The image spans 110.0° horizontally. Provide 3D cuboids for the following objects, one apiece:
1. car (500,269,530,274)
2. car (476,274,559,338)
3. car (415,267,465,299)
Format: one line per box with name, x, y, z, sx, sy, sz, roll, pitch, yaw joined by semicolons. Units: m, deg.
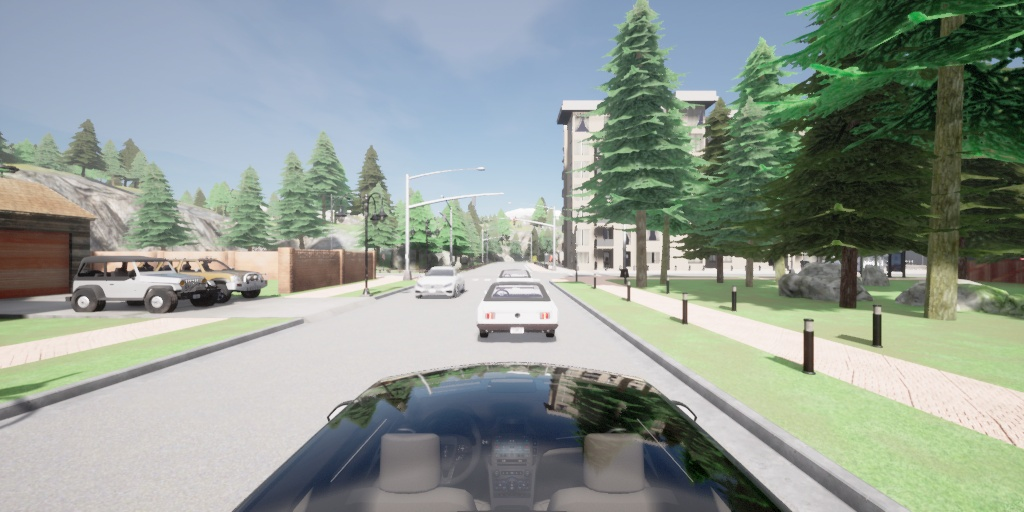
car;0.160;1.351;19.316;1.895;1.301;4.718;0;0;0
car;0.131;1.351;10.148;1.895;1.301;4.718;0;0;0
car;-3.482;1.275;18.122;1.812;1.442;4.674;0;0;1
